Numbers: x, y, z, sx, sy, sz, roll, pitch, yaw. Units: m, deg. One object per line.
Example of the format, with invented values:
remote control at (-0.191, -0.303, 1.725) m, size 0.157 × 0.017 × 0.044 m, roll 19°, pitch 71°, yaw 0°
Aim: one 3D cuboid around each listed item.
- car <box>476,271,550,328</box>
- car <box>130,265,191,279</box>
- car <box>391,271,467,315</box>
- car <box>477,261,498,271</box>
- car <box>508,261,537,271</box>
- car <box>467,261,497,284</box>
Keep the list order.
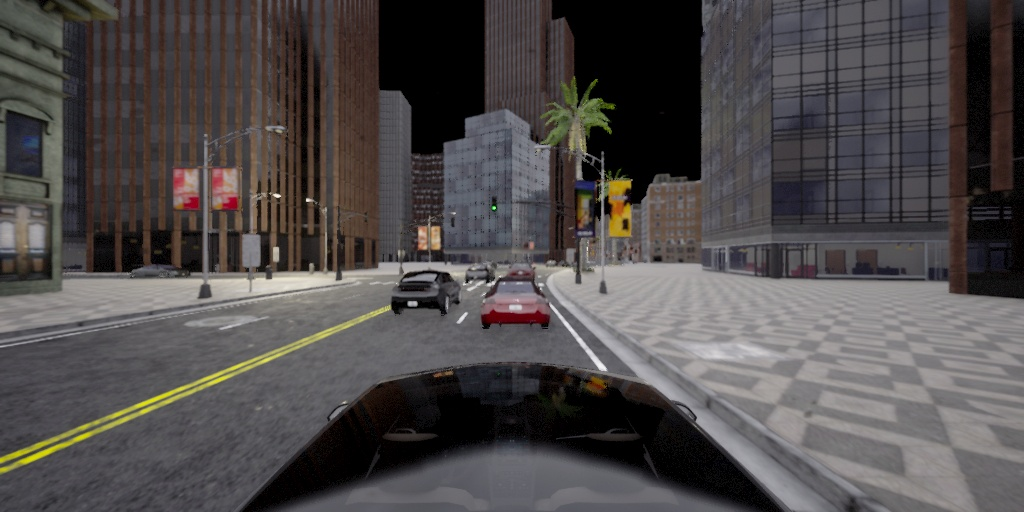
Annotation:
car at (0.105, 1.352, 11.559) m, size 1.994 × 1.385 × 4.181 m, roll 0°, pitch 0°, yaw 0°
car at (-32.096, 1.478, 32.840) m, size 4.181 × 1.385 × 1.994 m, roll 0°, pitch 0°, yaw -1°
car at (-3.119, 1.300, 13.798) m, size 1.837 × 1.490 × 4.892 m, roll 0°, pitch -1°, yaw 1°
car at (-3.936, 1.551, 58.291) m, size 1.837 × 1.490 × 4.892 m, roll 0°, pitch 0°, yaw 16°
car at (0.799, 1.216, 27.762) m, size 2.097 × 1.767 × 4.553 m, roll 0°, pitch 0°, yaw 5°
car at (-2.418, 1.358, 28.342) m, size 2.128 × 1.511 × 4.902 m, roll 0°, pitch 0°, yaw 5°
